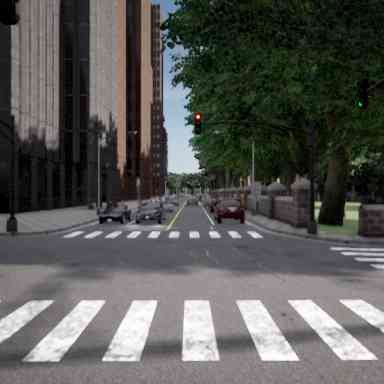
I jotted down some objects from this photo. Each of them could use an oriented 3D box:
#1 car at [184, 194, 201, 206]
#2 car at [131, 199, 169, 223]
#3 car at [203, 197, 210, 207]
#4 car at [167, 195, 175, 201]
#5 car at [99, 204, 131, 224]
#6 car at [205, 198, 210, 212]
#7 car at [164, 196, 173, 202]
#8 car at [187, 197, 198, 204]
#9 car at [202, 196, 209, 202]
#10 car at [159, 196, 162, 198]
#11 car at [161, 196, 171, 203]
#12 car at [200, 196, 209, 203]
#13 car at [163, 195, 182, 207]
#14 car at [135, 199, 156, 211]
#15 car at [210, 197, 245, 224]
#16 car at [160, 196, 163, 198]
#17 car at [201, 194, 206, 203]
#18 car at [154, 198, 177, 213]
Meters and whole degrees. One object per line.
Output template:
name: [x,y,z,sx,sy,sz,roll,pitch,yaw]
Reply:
car: [0.106,1.576,55.852,2.128,1.511,4.902,0,0,1]
car: [-3.083,1.534,25.565,1.837,1.490,4.892,0,0,1]
car: [2.801,1.609,41.663,2.008,1.369,4.403,0,0,0]
car: [-5.681,1.598,90.777,1.967,1.590,4.097,0,0,0]
car: [-5.739,1.595,25.293,1.947,1.339,4.313,0,0,0]
car: [2.796,1.614,36.207,1.947,1.339,4.313,0,0,0]
car: [-5.691,1.677,79.863,1.887,1.381,4.507,0,0,0]
car: [0.059,1.667,65.832,1.994,1.385,4.181,0,0,0]
car: [2.805,1.619,47.120,2.008,1.369,4.403,0,0,0]
car: [-5.720,1.650,47.121,1.802,1.307,4.206,0,0,0]
car: [-5.696,1.665,74.406,1.887,1.381,4.507,0,0,0]
car: [2.830,1.646,74.573,1.752,1.417,4.829,0,0,0]
car: [-3.022,1.641,51.856,1.994,1.385,4.181,0,0,0]
car: [-5.725,1.609,41.664,2.008,1.369,4.403,0,0,0]
car: [2.786,1.344,25.295,2.192,1.841,5.009,0,0,0]
car: [-5.715,1.660,52.578,1.802,1.307,4.206,0,0,0]
car: [2.810,1.518,52.577,1.967,1.590,4.097,0,0,0]
car: [-3.066,1.651,37.485,1.895,1.301,4.718,0,0,0]
